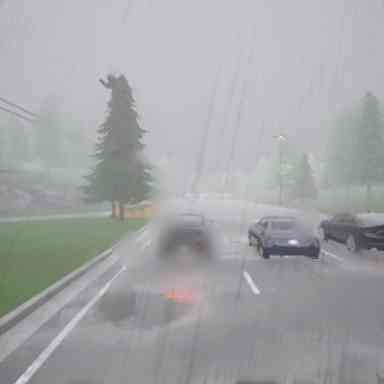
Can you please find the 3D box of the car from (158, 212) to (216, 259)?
[{"bbox_3d":[-0.152,1.536,12.715,1.837,1.490,4.892,0,0,2],"label":"car"}]

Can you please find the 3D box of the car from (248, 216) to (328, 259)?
[{"bbox_3d":[3.353,1.595,12.809,1.994,1.385,4.181,0,0,2],"label":"car"}]

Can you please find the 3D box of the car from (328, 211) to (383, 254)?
[{"bbox_3d":[6.877,1.510,13.741,1.882,1.535,5.008,0,0,2],"label":"car"}]
